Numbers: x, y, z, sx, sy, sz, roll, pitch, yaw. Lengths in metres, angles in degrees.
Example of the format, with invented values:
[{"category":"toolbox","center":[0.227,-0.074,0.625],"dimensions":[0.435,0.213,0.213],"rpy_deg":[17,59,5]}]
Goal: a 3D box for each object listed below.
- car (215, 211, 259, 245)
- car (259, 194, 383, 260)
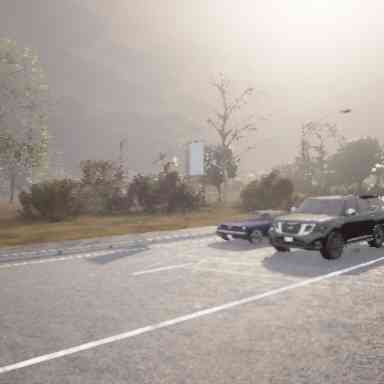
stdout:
[{"category":"car","center":[3.307,1.539,15.405],"dimensions":[4.718,1.301,1.895],"rpy_deg":[-1,0,-39]},{"category":"car","center":[5.265,1.138,12.482],"dimensions":[5.566,2.045,2.150],"rpy_deg":[-1,0,-39]}]
